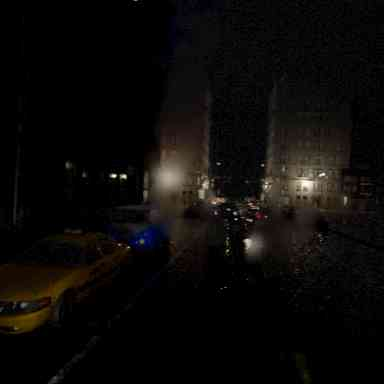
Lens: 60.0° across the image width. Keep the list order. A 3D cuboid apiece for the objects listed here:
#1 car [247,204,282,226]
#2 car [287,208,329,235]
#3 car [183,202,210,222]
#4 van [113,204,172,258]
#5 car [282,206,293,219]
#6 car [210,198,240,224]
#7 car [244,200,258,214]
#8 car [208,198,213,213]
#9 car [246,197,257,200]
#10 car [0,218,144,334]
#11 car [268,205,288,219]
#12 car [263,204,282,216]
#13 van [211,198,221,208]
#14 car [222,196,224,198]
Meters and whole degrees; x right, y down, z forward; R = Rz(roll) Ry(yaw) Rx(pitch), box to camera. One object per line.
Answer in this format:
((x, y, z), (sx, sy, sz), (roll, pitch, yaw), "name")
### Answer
((6.162, 2.046, 28.661), (2.033, 1.411, 5.357), (2, 0, 8), "car")
((8.022, 2.090, 22.696), (2.008, 1.369, 4.403), (2, 0, 7), "car")
((0.284, 1.825, 29.389), (1.802, 1.307, 4.206), (2, 0, 7), "car")
((-1.835, 1.366, 12.607), (1.690, 1.788, 3.998), (2, 0, 7), "van")
((9.446, 2.120, 33.885), (1.967, 1.590, 4.097), (2, 0, 7), "car")
((3.026, 1.712, 28.830), (2.097, 1.767, 4.553), (2, 0, 8), "car")
((7.602, 2.135, 40.386), (2.128, 1.511, 4.902), (2, 0, 8), "car")
((0.999, 1.753, 34.986), (1.967, 1.590, 4.097), (2, 0, 7), "car")
((16.403, 2.610, 88.656), (2.192, 1.841, 5.009), (3, 0, 7), "car")
((-2.575, 1.470, 6.841), (1.752, 1.417, 4.829), (2, -1, 7), "car")
((10.149, 2.331, 39.478), (1.802, 1.307, 4.206), (2, 0, 7), "car")
((10.860, 2.363, 45.073), (1.887, 1.381, 4.507), (2, 0, 7), "car")
((4.552, 1.998, 62.961), (1.690, 1.788, 3.998), (2, 0, 7), "van")
((3.843, 1.905, 57.365), (2.192, 1.841, 5.009), (2, 0, 7), "car")
